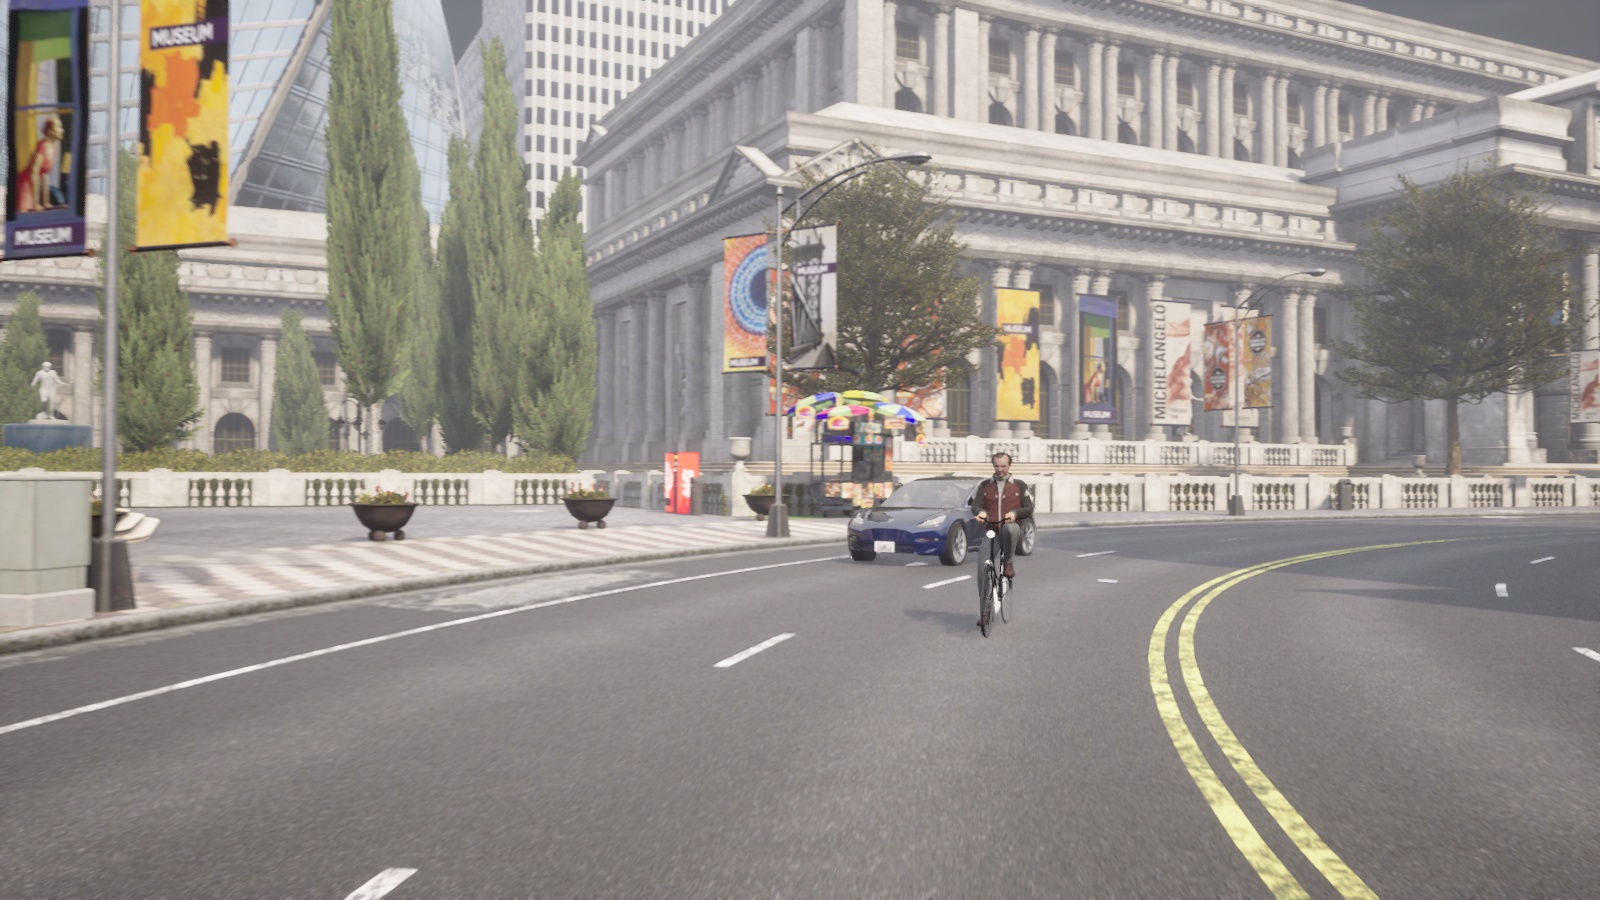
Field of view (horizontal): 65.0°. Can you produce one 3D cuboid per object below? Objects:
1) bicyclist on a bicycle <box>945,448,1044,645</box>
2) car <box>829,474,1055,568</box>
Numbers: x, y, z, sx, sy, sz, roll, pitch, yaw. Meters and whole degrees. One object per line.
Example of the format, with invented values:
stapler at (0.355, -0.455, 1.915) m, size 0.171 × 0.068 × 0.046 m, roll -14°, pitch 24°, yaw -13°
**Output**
bicyclist on a bicycle at (1.944, 0.886, 12.330) m, size 0.659 × 1.776 × 1.843 m, roll 0°, pitch -1°, yaw 18°
car at (2.690, 1.186, 22.608) m, size 2.163 × 1.488 × 4.792 m, roll -1°, pitch -1°, yaw 32°
